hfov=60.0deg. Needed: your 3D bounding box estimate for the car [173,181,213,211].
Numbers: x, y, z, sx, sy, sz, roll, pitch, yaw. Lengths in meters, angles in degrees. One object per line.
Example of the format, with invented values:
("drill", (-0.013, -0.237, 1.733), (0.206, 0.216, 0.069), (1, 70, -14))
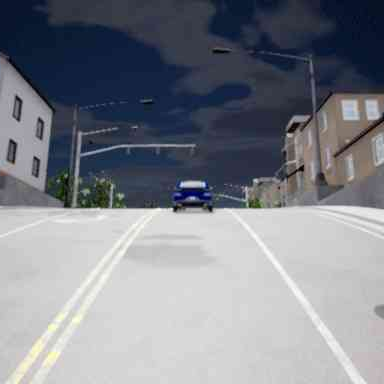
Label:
("car", (0.070, 0.167, 17.322), (1.882, 1.535, 5.008), (0, -1, 1))
